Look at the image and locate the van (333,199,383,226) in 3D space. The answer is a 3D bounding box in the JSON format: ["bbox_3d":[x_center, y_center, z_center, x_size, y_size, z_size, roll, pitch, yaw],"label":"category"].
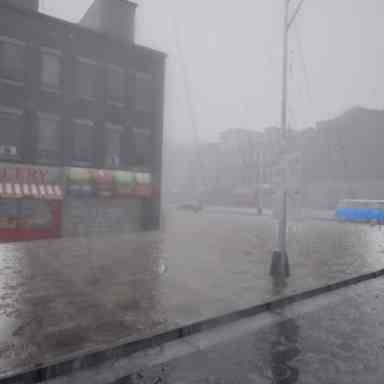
[{"bbox_3d":[12.483,1.464,24.350,1.690,1.788,3.998,3,-2,-35],"label":"van"}]

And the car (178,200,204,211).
[{"bbox_3d":[-0.190,1.717,42.173,1.802,1.307,4.206,3,-2,-35],"label":"car"}]
